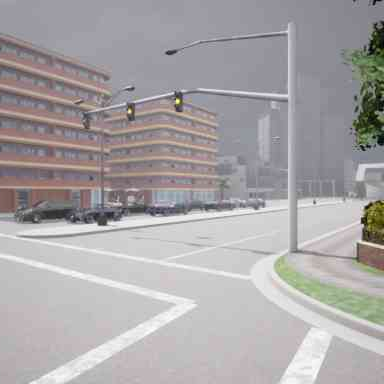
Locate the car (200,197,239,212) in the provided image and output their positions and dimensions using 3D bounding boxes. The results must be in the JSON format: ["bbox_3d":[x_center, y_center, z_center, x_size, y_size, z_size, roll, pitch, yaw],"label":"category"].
[{"bbox_3d":[3.308,1.601,39.407,1.895,1.301,4.718,0,0,36],"label":"car"}]

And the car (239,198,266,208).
[{"bbox_3d":[8.846,1.526,46.970,1.812,1.442,4.674,0,0,36],"label":"car"}]

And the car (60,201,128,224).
[{"bbox_3d":[-7.245,1.564,24.920,1.994,1.385,4.181,0,0,36],"label":"car"}]

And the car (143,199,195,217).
[{"bbox_3d":[-2.087,1.601,32.000,1.895,1.301,4.718,0,0,36],"label":"car"}]

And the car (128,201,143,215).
[{"bbox_3d":[-5.835,1.601,32.808,1.895,1.301,4.718,0,0,36],"label":"car"}]

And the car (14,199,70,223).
[{"bbox_3d":[-11.103,1.352,25.576,2.097,1.767,4.553,0,0,36],"label":"car"}]

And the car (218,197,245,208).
[{"bbox_3d":[5.835,1.526,48.783,1.812,1.442,4.674,0,0,36],"label":"car"}]

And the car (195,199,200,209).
[{"bbox_3d":[-0.196,1.547,40.545,2.033,1.411,5.357,0,0,36],"label":"car"}]
